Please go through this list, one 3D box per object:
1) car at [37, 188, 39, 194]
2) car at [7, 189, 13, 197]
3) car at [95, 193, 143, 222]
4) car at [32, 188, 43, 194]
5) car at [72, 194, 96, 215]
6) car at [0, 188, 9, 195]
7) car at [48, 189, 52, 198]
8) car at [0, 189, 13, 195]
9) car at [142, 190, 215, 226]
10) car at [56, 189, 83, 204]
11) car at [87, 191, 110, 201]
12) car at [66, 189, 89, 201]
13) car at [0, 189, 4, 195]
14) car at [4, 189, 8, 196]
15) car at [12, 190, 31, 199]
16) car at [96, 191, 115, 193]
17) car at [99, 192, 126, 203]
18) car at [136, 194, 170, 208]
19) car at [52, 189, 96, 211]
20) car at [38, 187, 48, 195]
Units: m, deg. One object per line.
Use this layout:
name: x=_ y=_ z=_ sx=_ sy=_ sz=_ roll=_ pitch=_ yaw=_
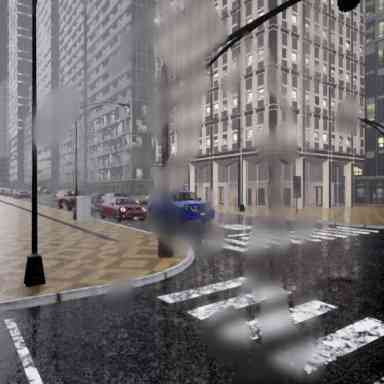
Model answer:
car: x=-36.759 y=-0.357 z=81.568 sx=2.192 sy=1.841 sz=5.009 roll=1 pitch=0 yaw=-36
car: x=-30.563 y=0.321 z=58.490 sx=2.008 sy=1.369 sz=4.403 roll=1 pitch=0 yaw=-36
car: x=-4.621 y=1.068 z=22.217 sx=1.967 sy=1.590 sz=4.097 roll=1 pitch=0 yaw=-36
car: x=-40.008 y=-0.213 z=86.105 sx=1.947 sy=1.339 sz=4.313 roll=1 pitch=0 yaw=-36
car: x=-7.868 y=1.103 z=26.752 sx=1.802 sy=1.307 sz=4.206 roll=1 pitch=0 yaw=-36
car: x=-43.533 y=-0.113 z=76.626 sx=1.887 sy=1.381 sz=4.507 roll=1 pitch=0 yaw=-36
car: x=-23.141 y=0.328 z=58.041 sx=1.882 sy=1.535 sz=5.008 roll=0 pitch=1 yaw=-36
car: x=-40.291 y=0.015 z=72.092 sx=1.947 sy=1.339 sz=4.313 roll=1 pitch=0 yaw=-36
car: x=-0.847 y=0.900 z=21.424 sx=2.150 sy=2.045 sz=5.566 roll=0 pitch=1 yaw=-34
car: x=-15.587 y=0.542 z=42.026 sx=2.097 sy=1.767 sz=4.553 roll=0 pitch=1 yaw=-35
car: x=-14.060 y=0.643 z=49.819 sx=1.947 sy=1.339 sz=4.313 roll=1 pitch=0 yaw=-36
car: x=-17.197 y=0.399 z=49.727 sx=2.097 sy=1.767 sz=4.553 roll=0 pitch=1 yaw=-36
car: x=-37.048 y=0.107 z=67.558 sx=2.008 sy=1.369 sz=4.403 roll=1 pitch=0 yaw=-36
car: x=-33.806 y=0.207 z=63.024 sx=1.887 sy=1.381 sz=4.507 roll=1 pitch=0 yaw=-36
car: x=-27.321 y=0.422 z=53.956 sx=1.887 sy=1.381 sz=4.507 roll=1 pitch=0 yaw=-36
car: x=-6.291 y=0.852 z=28.980 sx=2.097 sy=1.767 sz=4.553 roll=0 pitch=1 yaw=-36
car: x=-10.914 y=0.707 z=45.421 sx=1.752 sy=1.417 sz=4.829 roll=1 pitch=0 yaw=-36
car: x=-4.329 y=0.981 z=36.210 sx=1.802 sy=1.307 sz=4.206 roll=1 pitch=0 yaw=-36
car: x=-11.103 y=0.729 z=31.284 sx=2.192 sy=1.841 sz=5.009 roll=1 pitch=0 yaw=-36
car: x=-33.521 y=-0.021 z=77.033 sx=1.887 sy=1.381 sz=4.507 roll=1 pitch=0 yaw=-36
